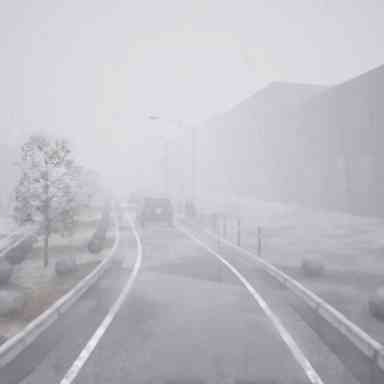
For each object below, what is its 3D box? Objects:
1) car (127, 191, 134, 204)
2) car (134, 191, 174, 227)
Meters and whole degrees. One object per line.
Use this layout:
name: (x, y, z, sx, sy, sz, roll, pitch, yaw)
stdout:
car: (-7.146, 0.653, 42.209, 2.128, 1.511, 4.902, 0, 3, -14)
car: (-2.723, 1.235, 23.767, 2.150, 2.045, 5.566, 0, 3, -13)
